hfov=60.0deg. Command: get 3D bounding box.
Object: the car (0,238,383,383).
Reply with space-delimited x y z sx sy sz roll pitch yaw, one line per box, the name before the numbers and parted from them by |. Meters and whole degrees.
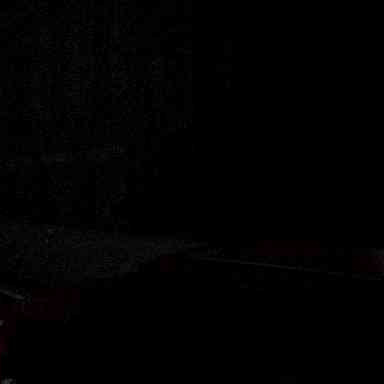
car | 0.407 1.315 2.569 5.009 1.841 2.192 0 -1 36
